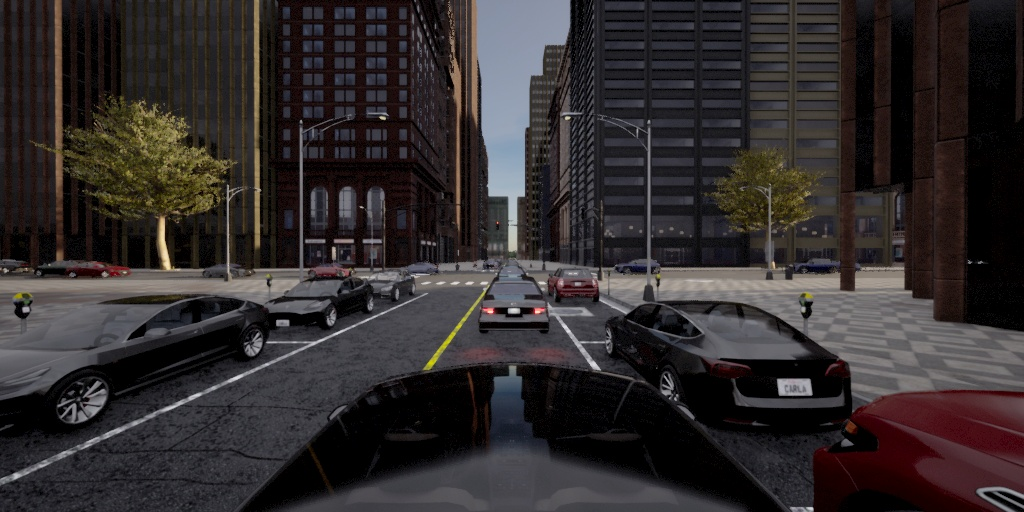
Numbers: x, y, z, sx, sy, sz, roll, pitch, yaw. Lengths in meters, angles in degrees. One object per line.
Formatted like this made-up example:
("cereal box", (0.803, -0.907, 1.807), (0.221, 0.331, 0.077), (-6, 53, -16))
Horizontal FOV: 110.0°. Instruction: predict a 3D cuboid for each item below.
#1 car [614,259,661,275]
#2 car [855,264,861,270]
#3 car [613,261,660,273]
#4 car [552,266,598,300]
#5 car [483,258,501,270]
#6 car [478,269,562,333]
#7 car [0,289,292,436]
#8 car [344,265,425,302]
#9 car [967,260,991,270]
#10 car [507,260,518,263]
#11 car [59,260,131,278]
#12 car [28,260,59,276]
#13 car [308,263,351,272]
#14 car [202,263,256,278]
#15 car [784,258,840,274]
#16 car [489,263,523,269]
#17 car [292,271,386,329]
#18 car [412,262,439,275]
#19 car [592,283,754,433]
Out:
("car", (13.419, 1.062, 38.458), (4.553, 1.767, 2.097), (0, 0, 0))
("car", (37.364, 1.190, 41.767), (5.357, 1.411, 2.033), (0, 0, 0))
("car", (14.431, 1.292, 41.712), (4.718, 1.301, 1.895), (0, 0, -3))
("car", (2.750, 1.190, 16.845), (1.967, 1.591, 4.097), (0, 0, 0))
("car", (-3.095, 1.120, 53.154), (2.097, 1.767, 4.553), (0, 0, 0))
("car", (0.057, 1.297, 10.678), (2.033, 1.411, 5.357), (0, 0, 0))
("car", (-5.766, 1.315, 5.564), (1.948, 1.339, 4.313), (0, 0, 0))
("car", (-5.775, 1.301, 16.837), (2.007, 1.370, 4.403), (0, 0, 0))
("car", (49.145, 1.168, 38.466), (4.674, 1.442, 1.812), (0, 0, 0))
("car", (0.044, 1.337, 58.668), (1.994, 1.385, 4.181), (0, 0, 0))
("car", (-40.138, 1.344, 34.866), (5.008, 1.535, 1.882), (0, 0, 0))
("car", (-47.694, 1.224, 38.226), (4.553, 1.767, 2.097), (0, 0, 0))
("car", (-17.491, 1.367, 34.919), (4.181, 1.385, 1.994), (0, 0, 0))
("car", (-27.497, 1.395, 34.893), (4.181, 1.385, 1.994), (0, 0, 0))
("car", (31.961, 1.022, 38.507), (4.553, 1.767, 2.097), (0, 0, 0))
("car", (-0.016, 1.298, 20.750), (2.033, 1.411, 5.357), (0, 0, 0))
("car", (-5.771, 1.316, 11.200), (1.948, 1.339, 4.313), (0, 0, 0))
("car", (-9.901, 1.331, 38.392), (4.181, 1.385, 1.994), (0, 0, 0))
("car", (2.759, 1.315, 5.573), (1.948, 1.339, 4.313), (0, 0, 0))
